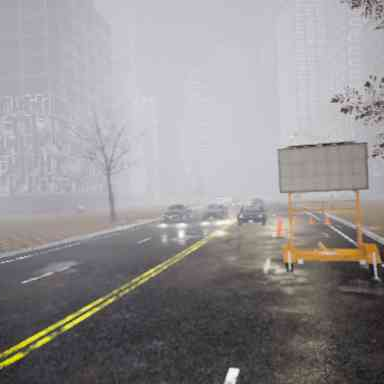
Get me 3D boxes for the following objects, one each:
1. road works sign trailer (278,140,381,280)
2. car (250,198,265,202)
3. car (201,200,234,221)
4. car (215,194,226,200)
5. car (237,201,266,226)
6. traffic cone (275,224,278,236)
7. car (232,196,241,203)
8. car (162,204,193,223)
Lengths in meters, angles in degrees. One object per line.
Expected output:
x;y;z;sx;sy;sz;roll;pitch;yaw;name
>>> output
3.793;0.389;9.670;2.380;3.560;2.880;-3;-1;15;road works sign trailer
9.082;1.521;46.020;1.812;1.442;4.674;-3;0;11;car
2.151;1.717;29.586;2.033;1.411;5.357;-3;0;13;car
6.154;1.531;70.750;2.150;2.045;5.566;-3;0;7;car
4.382;1.625;23.988;1.895;1.301;4.718;-3;-1;14;car
4.371;1.919;16.773;0.340;0.580;0.340;-3;-1;15;traffic cone
9.400;1.682;70.436;1.812;1.442;4.674;-3;0;7;car
-1.225;1.821;29.488;1.837;1.490;4.892;-3;0;13;car
